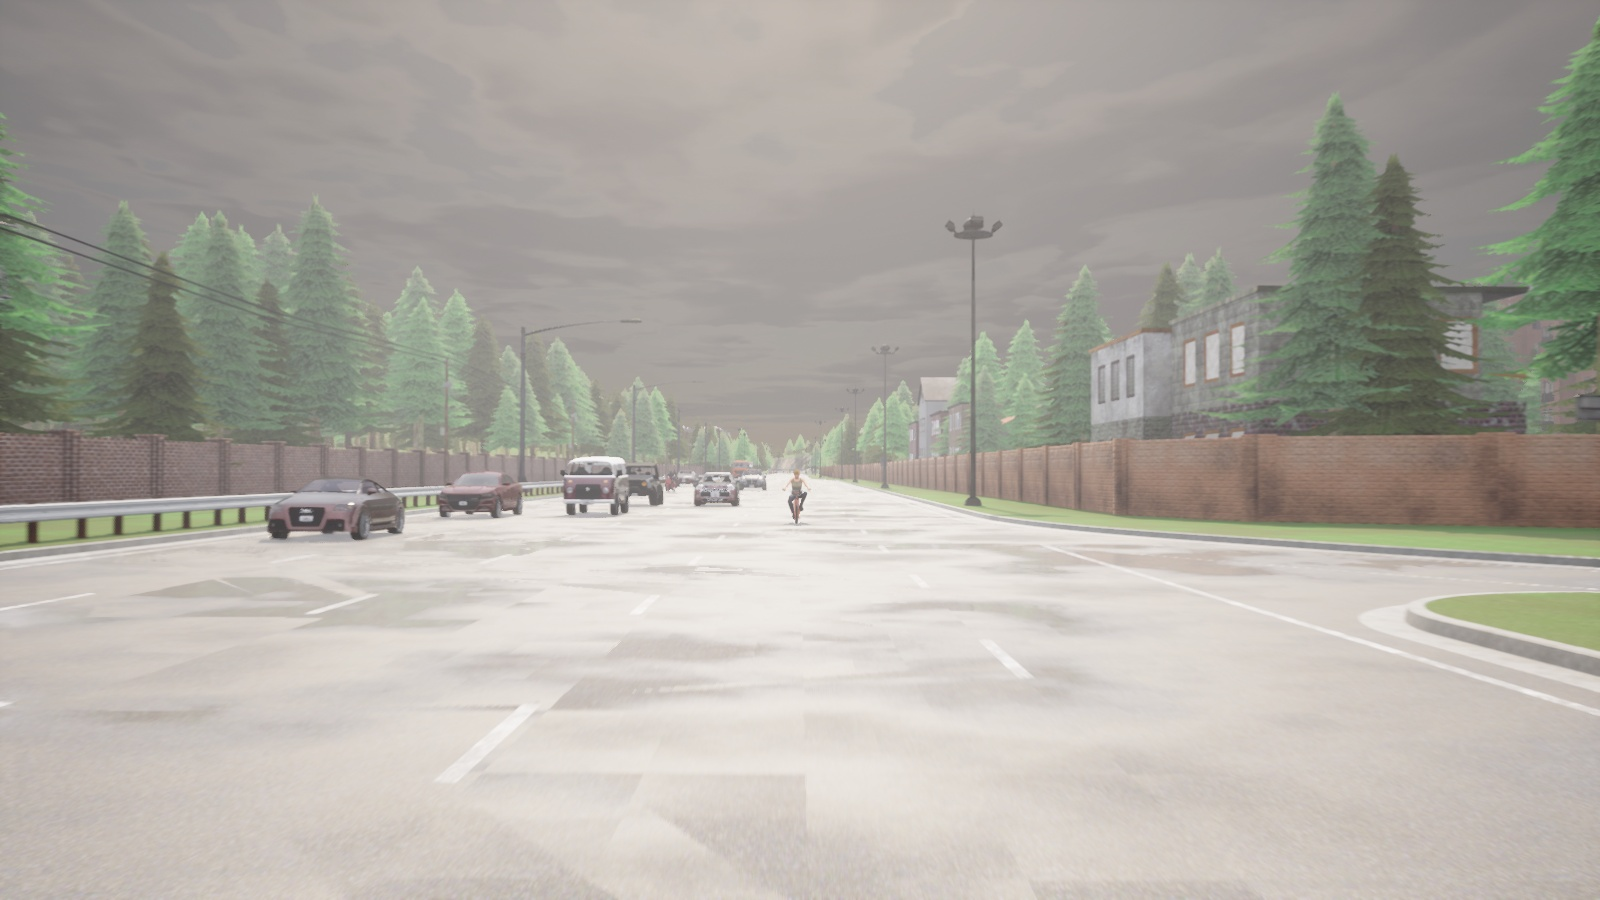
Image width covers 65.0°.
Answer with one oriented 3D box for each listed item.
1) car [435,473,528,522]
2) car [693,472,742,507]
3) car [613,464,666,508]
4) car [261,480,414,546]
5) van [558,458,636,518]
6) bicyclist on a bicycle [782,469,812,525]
[{"bbox_3d":[-10.603,1.545,42.195,1.882,1.535,5.008,0,-1,0],"label":"car"},{"bbox_3d":[-3.637,1.736,55.969,1.970,1.475,3.806,0,-1,0],"label":"car"},{"bbox_3d":[-7.138,1.584,56.131,1.905,1.878,3.866,0,-1,0],"label":"car"},{"bbox_3d":[-10.571,1.410,29.060,1.994,1.385,4.181,0,-1,0],"label":"car"},{"bbox_3d":[-7.109,1.314,44.418,2.069,2.038,4.480,0,-1,0],"label":"van"},{"bbox_3d":[-0.087,1.375,37.057,0.866,1.612,1.509,0,-1,0],"label":"bicyclist on a bicycle"}]
